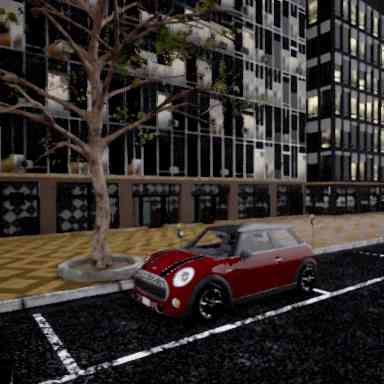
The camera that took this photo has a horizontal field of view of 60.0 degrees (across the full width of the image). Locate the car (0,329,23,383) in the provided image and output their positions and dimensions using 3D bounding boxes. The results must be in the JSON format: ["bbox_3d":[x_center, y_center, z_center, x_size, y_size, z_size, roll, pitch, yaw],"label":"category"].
[{"bbox_3d":[-3.230,1.493,1.074,4.902,1.511,2.128,0,0,-36],"label":"car"}]

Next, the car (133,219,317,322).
[{"bbox_3d":[0.798,1.436,7.134,4.097,1.590,1.967,0,0,-35],"label":"car"}]
